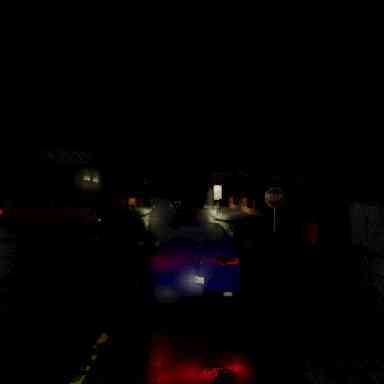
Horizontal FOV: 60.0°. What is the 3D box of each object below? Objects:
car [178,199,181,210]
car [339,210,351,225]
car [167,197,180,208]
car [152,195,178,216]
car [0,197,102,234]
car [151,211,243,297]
[{"bbox_3d":[-2.800,1.411,43.724,2.150,2.045,5.566,0,0,0],"label":"car"},{"bbox_3d":[12.288,1.400,21.850,5.008,1.535,1.882,-1,-2,1],"label":"car"},{"bbox_3d":[-2.935,1.643,53.899,2.097,1.767,4.553,0,-1,-2],"label":"car"},{"bbox_3d":[-2.801,1.469,33.914,2.097,1.767,4.553,0,0,0],"label":"car"},{"bbox_3d":[-8.112,1.306,19.197,5.566,2.045,2.150,-1,-2,1],"label":"car"},{"bbox_3d":[0.107,1.492,8.640,1.882,1.535,5.008,0,0,0],"label":"car"}]
